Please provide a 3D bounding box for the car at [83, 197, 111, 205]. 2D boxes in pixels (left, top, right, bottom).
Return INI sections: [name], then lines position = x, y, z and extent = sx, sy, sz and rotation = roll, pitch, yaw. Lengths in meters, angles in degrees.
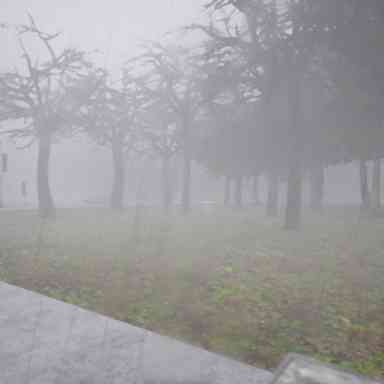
[car]
position = -17.060, 1.538, 60.289
extent = 2.033, 1.411, 5.357
rotation = -1, -1, 36
